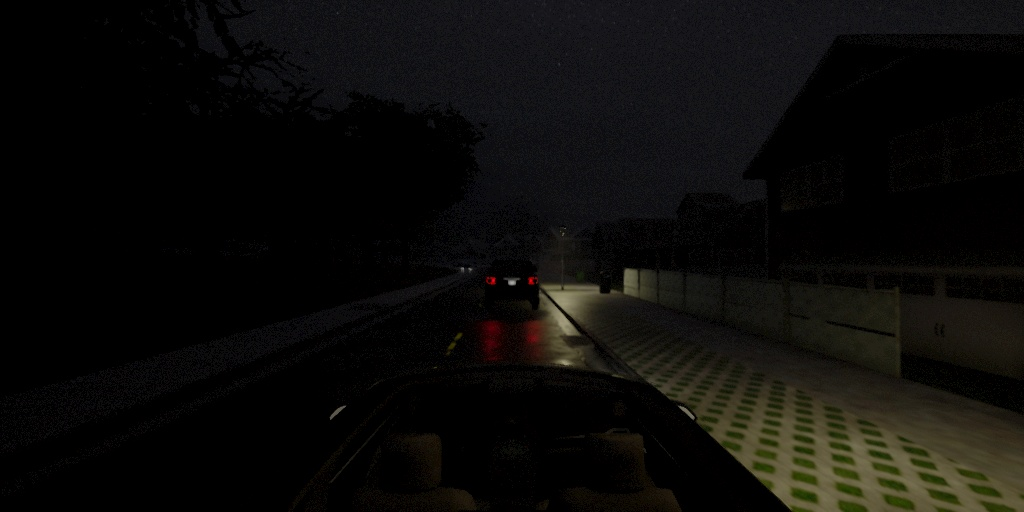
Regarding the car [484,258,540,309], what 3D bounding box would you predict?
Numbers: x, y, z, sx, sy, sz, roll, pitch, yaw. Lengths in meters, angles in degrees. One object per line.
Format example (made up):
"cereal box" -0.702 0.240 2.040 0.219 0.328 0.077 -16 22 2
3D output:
"car" 0.005 1.099 15.861 2.150 2.045 5.566 0 0 0
